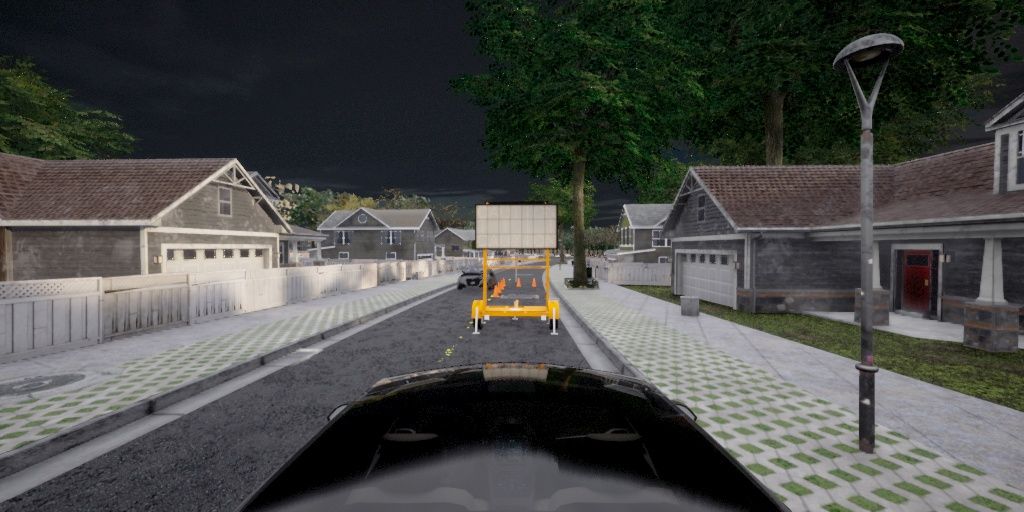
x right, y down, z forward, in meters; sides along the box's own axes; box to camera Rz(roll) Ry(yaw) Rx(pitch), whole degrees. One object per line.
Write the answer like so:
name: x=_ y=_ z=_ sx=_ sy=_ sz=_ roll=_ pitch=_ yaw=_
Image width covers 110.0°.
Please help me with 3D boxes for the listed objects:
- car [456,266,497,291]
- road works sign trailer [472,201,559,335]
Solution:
car: x=-2.068 y=1.309 z=21.944 sx=1.994 sy=1.385 sz=4.181 roll=0 pitch=0 yaw=3
road works sign trailer: x=0.129 y=0.213 z=10.545 sx=2.380 sy=3.560 sz=2.880 roll=0 pitch=0 yaw=2
